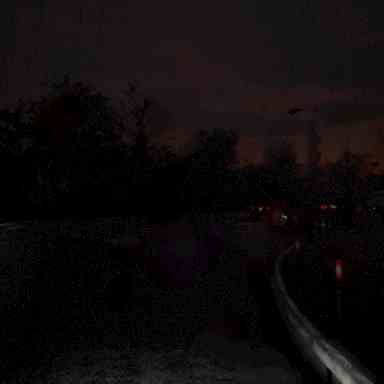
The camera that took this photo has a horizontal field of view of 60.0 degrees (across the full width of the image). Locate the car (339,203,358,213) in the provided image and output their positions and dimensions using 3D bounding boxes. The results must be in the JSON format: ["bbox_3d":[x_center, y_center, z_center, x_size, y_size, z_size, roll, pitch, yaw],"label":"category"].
[{"bbox_3d":[24.778,2.468,52.700,1.812,1.442,4.674,-1,-2,37],"label":"car"}]

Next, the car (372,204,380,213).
[{"bbox_3d":[27.646,2.515,51.107,1.895,1.301,4.718,-1,-2,37],"label":"car"}]

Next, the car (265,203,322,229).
[{"bbox_3d":[7.050,1.655,22.590,2.033,1.411,5.357,-1,-2,32],"label":"car"}]

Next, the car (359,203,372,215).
[{"bbox_3d":[21.452,2.203,42.835,1.812,1.442,4.674,-1,-2,37],"label":"car"}]

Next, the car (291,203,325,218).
[{"bbox_3d":[12.833,1.975,36.684,2.128,1.511,4.902,-1,-2,37],"label":"car"}]

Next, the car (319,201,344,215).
[{"bbox_3d":[18.843,2.068,44.776,2.097,1.767,4.553,-1,-2,37],"label":"car"}]

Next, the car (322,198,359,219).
[{"bbox_3d":[15.258,1.656,34.351,2.150,2.045,5.566,-1,-2,37],"label":"car"}]

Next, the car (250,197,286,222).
[{"bbox_3d":[6.852,1.467,28.215,2.150,2.045,5.566,-1,-2,34],"label":"car"}]
